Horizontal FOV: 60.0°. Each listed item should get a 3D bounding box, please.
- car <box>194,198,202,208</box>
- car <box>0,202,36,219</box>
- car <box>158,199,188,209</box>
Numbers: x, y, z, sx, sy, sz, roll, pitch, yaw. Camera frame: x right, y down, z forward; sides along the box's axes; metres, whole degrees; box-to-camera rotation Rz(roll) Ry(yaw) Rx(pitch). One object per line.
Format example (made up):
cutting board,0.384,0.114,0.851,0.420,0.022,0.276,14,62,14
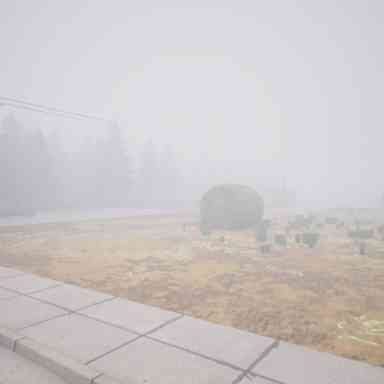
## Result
car,2.088,1.548,47.168,1.812,1.442,4.674,0,0,36
car,-15.937,1.585,28.983,1.994,1.385,4.181,0,0,36
car,-2.712,1.623,46.863,1.895,1.301,4.718,0,0,37
